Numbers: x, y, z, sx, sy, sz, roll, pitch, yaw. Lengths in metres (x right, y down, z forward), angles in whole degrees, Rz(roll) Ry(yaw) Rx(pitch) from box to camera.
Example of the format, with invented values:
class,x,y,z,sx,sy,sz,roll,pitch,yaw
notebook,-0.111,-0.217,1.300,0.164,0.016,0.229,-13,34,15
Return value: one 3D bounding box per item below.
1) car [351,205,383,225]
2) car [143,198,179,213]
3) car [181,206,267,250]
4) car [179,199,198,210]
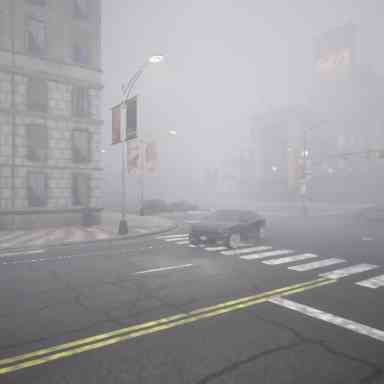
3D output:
class,x,y,z,sx,sy,sz,roll,pitch,yaw
car,13.045,1.564,22.356,4.181,1.385,1.994,0,0,34
car,-3.788,1.500,36.810,1.837,1.490,4.892,0,2,-36
car,1.756,1.478,14.724,1.882,1.535,5.008,1,1,32
car,-0.991,1.562,38.915,1.994,1.385,4.181,0,0,-36
